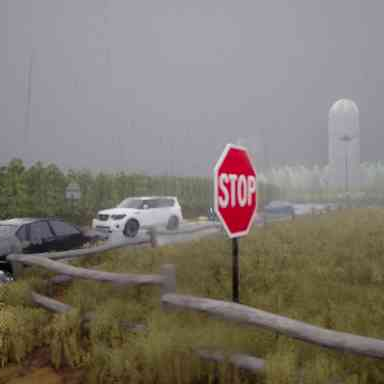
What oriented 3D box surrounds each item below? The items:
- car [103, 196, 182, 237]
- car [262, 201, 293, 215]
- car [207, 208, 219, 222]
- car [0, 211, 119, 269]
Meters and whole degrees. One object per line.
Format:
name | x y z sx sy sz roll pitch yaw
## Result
car | -2.818 1.264 18.606 2.150 2.045 5.566 -1 -1 36
car | 9.066 1.658 35.005 1.882 1.535 5.008 -1 -1 36
car | 3.129 1.478 26.831 2.097 1.767 4.553 -1 -1 36
car | -4.701 1.482 10.096 2.033 1.411 5.357 0 -1 22
